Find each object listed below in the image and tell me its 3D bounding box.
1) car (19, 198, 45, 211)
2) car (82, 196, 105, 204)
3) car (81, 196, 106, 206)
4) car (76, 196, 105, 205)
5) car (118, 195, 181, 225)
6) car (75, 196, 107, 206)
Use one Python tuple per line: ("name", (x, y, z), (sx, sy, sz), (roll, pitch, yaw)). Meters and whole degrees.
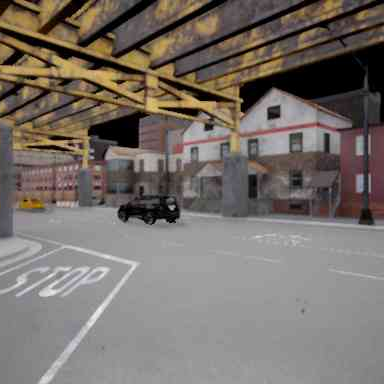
("car", (-20.062, 1.538, 41.608), (1.882, 1.535, 5.008), (0, 0, -45))
("car", (-17.421, 1.381, 59.260), (1.853, 1.218, 4.536), (0, 0, 15))
("car", (-17.435, 1.539, 59.209), (2.038, 1.542, 4.974), (0, 0, 15))
("car", (-16.712, 1.376, 55.553), (4.536, 1.218, 1.853), (0, 0, -15))
("car", (-3.229, 1.258, 24.532), (2.150, 2.045, 5.566), (0, 0, -45))
("car", (-16.762, 1.534, 55.539), (4.974, 1.542, 2.038), (0, 0, -15))
